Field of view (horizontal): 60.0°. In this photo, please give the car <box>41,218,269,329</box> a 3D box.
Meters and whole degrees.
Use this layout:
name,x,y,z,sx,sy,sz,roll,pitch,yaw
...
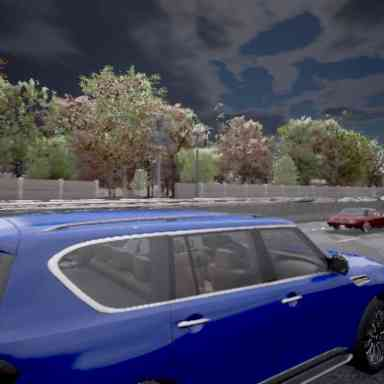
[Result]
name,x,y,z,sx,sy,sz,roll,pitch,yaw
car,-0.614,1.501,7.609,4.892,1.490,1.837,0,0,-36

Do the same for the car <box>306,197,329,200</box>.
name,x,y,z,sx,sy,sz,roll,pitch,yaw
car,18.715,1.553,47.407,4.181,1.385,1.994,0,0,-35

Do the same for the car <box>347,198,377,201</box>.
name,x,y,z,sx,sy,sz,roll,pitch,yaw
car,21.397,1.514,40.743,4.674,1.442,1.812,0,0,-35

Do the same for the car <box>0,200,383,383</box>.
name,x,y,z,sx,sy,sz,roll,pitch,yaw
car,0.262,1.219,3.934,5.566,2.045,2.150,0,0,-36

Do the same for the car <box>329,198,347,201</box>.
name,x,y,z,sx,sy,sz,roll,pitch,yaw
car,20.868,1.515,44.645,4.674,1.442,1.812,0,0,-35

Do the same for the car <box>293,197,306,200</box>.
name,x,y,z,sx,sy,sz,roll,pitch,yaw
car,16.492,1.466,50.118,5.008,1.535,1.882,0,0,-35
